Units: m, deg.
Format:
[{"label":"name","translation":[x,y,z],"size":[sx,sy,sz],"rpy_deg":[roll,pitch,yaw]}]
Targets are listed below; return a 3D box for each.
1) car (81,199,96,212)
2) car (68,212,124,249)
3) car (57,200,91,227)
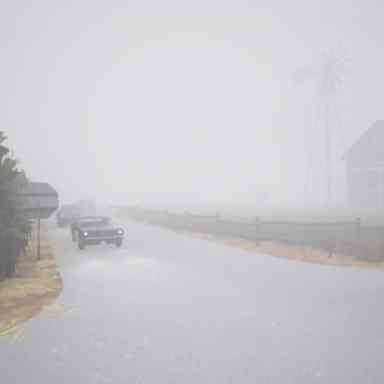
[{"label":"car","translation":[-14.017,1.954,43.646],"size":[2.150,2.045,5.566],"rpy_deg":[0,0,-25]},{"label":"car","translation":[-4.701,1.870,16.183],"size":[1.895,1.301,4.718],"rpy_deg":[0,-1,-25]},{"label":"car","translation":[-9.887,1.824,27.251],"size":[2.097,1.767,4.553],"rpy_deg":[0,-1,-25]}]
